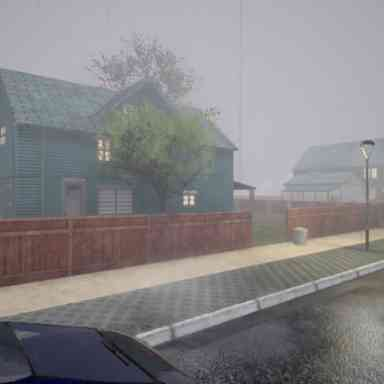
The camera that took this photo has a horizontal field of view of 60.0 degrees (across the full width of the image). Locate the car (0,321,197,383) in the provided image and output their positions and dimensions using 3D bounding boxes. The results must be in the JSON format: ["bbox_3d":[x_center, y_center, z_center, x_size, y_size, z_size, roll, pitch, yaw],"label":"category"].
[{"bbox_3d":[-1.829,1.564,1.618,4.181,1.385,1.994,0,0,-38],"label":"car"}]
